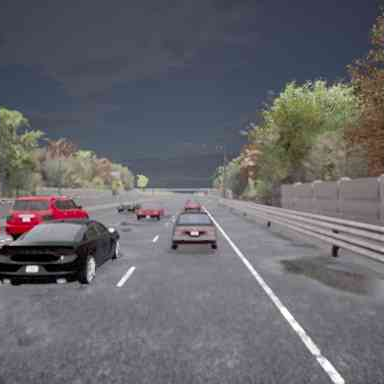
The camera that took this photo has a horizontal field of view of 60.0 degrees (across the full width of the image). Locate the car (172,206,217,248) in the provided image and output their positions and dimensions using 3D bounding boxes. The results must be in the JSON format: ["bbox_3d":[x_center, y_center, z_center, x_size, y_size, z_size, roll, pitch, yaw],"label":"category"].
[{"bbox_3d":[0.092,1.569,14.763,2.033,1.411,5.357,0,0,0],"label":"car"}]

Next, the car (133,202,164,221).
[{"bbox_3d":[-3.411,1.647,28.054,1.895,1.301,4.718,0,0,0],"label":"car"}]

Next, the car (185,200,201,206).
[{"bbox_3d":[0.080,1.641,41.896,1.994,1.385,4.181,0,0,0],"label":"car"}]

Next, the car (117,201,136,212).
[{"bbox_3d":[-6.917,1.666,37.048,1.895,1.301,4.718,0,0,0],"label":"car"}]

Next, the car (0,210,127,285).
[{"bbox_3d":[-3.405,1.490,9.554,1.882,1.535,5.008,0,0,0],"label":"car"}]

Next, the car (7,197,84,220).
[{"bbox_3d":[-6.912,1.246,16.569,2.150,2.045,5.566,0,0,0],"label":"car"}]
